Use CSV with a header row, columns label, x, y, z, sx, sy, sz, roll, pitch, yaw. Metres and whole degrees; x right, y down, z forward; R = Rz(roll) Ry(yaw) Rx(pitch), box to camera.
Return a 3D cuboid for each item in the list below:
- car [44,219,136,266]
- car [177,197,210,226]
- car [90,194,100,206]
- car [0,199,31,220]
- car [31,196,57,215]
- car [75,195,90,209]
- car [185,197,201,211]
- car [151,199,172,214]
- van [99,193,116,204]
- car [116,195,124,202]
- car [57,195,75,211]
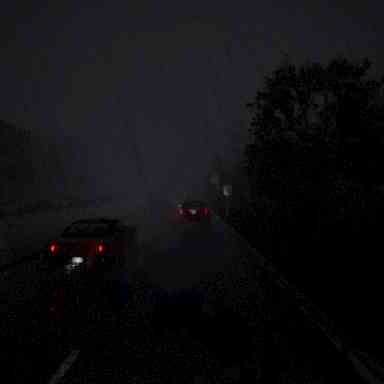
label,x,y,z,sx,sy,sz,roll,pitch,yaw
car,-3.147,1.573,11.376,1.895,1.301,4.718,0,0,0
car,0.106,1.296,22.883,2.097,1.767,4.553,0,0,0
car,-15.513,1.379,48.996,2.002,1.452,4.674,0,0,0
car,-15.464,1.388,26.772,2.097,1.535,5.008,0,0,0
car,-15.477,1.377,32.298,2.231,1.521,4.892,0,0,0
car,-15.500,1.226,43.374,2.185,1.767,4.553,0,0,0
car,0.110,1.406,40.648,1.837,1.490,4.892,0,0,0
car,-3.140,1.464,34.576,2.033,1.411,5.357,0,0,0
van,-15.537,1.089,59.926,1.878,1.987,4.442,0,0,0
car,-15.551,1.332,65.538,2.163,1.488,4.792,0,0,0
car,-15.488,1.238,37.848,2.185,1.767,4.553,0,0,0
